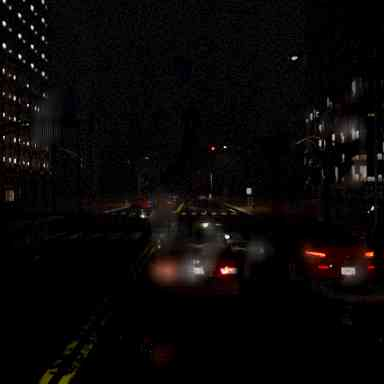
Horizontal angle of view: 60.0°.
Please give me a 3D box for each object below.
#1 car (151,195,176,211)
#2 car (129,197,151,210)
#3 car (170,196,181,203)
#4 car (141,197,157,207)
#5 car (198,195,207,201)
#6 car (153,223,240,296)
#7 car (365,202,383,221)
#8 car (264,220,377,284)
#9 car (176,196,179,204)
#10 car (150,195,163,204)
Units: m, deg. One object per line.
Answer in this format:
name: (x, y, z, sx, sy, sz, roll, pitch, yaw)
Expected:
car: (-3.396, 1.319, 40.576, 2.097, 1.767, 4.553, 0, 0, 0)
car: (-6.651, 1.442, 42.198, 1.882, 1.535, 5.008, 0, 0, 0)
car: (-3.422, 1.471, 69.121, 1.994, 1.385, 4.181, 0, 0, -1)
car: (-6.662, 1.470, 52.118, 1.812, 1.442, 4.674, 0, 0, 0)
car: (2.542, 1.391, 82.803, 1.812, 1.442, 4.674, 0, 0, -4)
car: (0.089, 1.544, 8.824, 2.033, 1.411, 5.357, 0, 0, 0)
car: (16.990, 1.279, 26.660, 5.566, 2.045, 2.150, 0, 0, 3)
car: (3.338, 1.522, 9.408, 1.812, 1.442, 4.674, 0, 0, 0)
car: (-3.406, 1.455, 49.468, 1.837, 1.490, 4.892, 0, 0, 0)
car: (-6.664, 1.427, 62.483, 1.837, 1.490, 4.892, 0, 0, 0)
